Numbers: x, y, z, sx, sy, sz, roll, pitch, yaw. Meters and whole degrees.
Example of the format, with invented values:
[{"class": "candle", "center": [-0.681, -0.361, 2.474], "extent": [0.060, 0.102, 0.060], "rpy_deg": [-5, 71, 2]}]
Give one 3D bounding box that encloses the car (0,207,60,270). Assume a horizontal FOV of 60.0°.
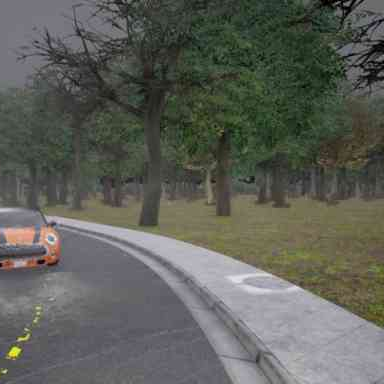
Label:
[{"class": "car", "center": [-5.621, 1.326, 10.845], "extent": [2.097, 1.767, 4.553], "rpy_deg": [1, 0, -28]}]
